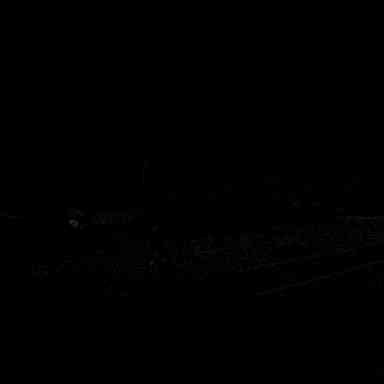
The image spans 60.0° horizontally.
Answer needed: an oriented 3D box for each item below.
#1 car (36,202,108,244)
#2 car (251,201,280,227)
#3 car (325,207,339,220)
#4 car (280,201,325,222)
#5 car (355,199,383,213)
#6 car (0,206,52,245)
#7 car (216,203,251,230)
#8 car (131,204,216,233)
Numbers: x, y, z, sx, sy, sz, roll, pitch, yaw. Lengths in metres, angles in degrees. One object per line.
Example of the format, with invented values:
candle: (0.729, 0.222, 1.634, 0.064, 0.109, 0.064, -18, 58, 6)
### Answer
car: (-6.177, 1.382, 16.017, 4.553, 1.767, 2.185, -1, -1, 34)
car: (3.199, 1.516, 23.225, 4.892, 1.521, 2.231, -1, 0, 32)
car: (10.058, 1.541, 28.859, 5.008, 1.535, 2.097, -1, -1, 31)
car: (7.773, 1.529, 26.974, 5.008, 1.535, 2.097, -1, -1, 31)
car: (21.523, 1.687, 38.330, 5.008, 1.535, 2.097, 0, -1, 30)
car: (-8.524, 1.508, 14.239, 5.008, 1.535, 2.097, -1, 0, 34)
car: (0.884, 1.511, 21.382, 4.892, 1.521, 2.231, -1, 0, 32)
car: (-1.445, 1.509, 19.561, 4.892, 1.521, 2.231, -1, 0, 33)
